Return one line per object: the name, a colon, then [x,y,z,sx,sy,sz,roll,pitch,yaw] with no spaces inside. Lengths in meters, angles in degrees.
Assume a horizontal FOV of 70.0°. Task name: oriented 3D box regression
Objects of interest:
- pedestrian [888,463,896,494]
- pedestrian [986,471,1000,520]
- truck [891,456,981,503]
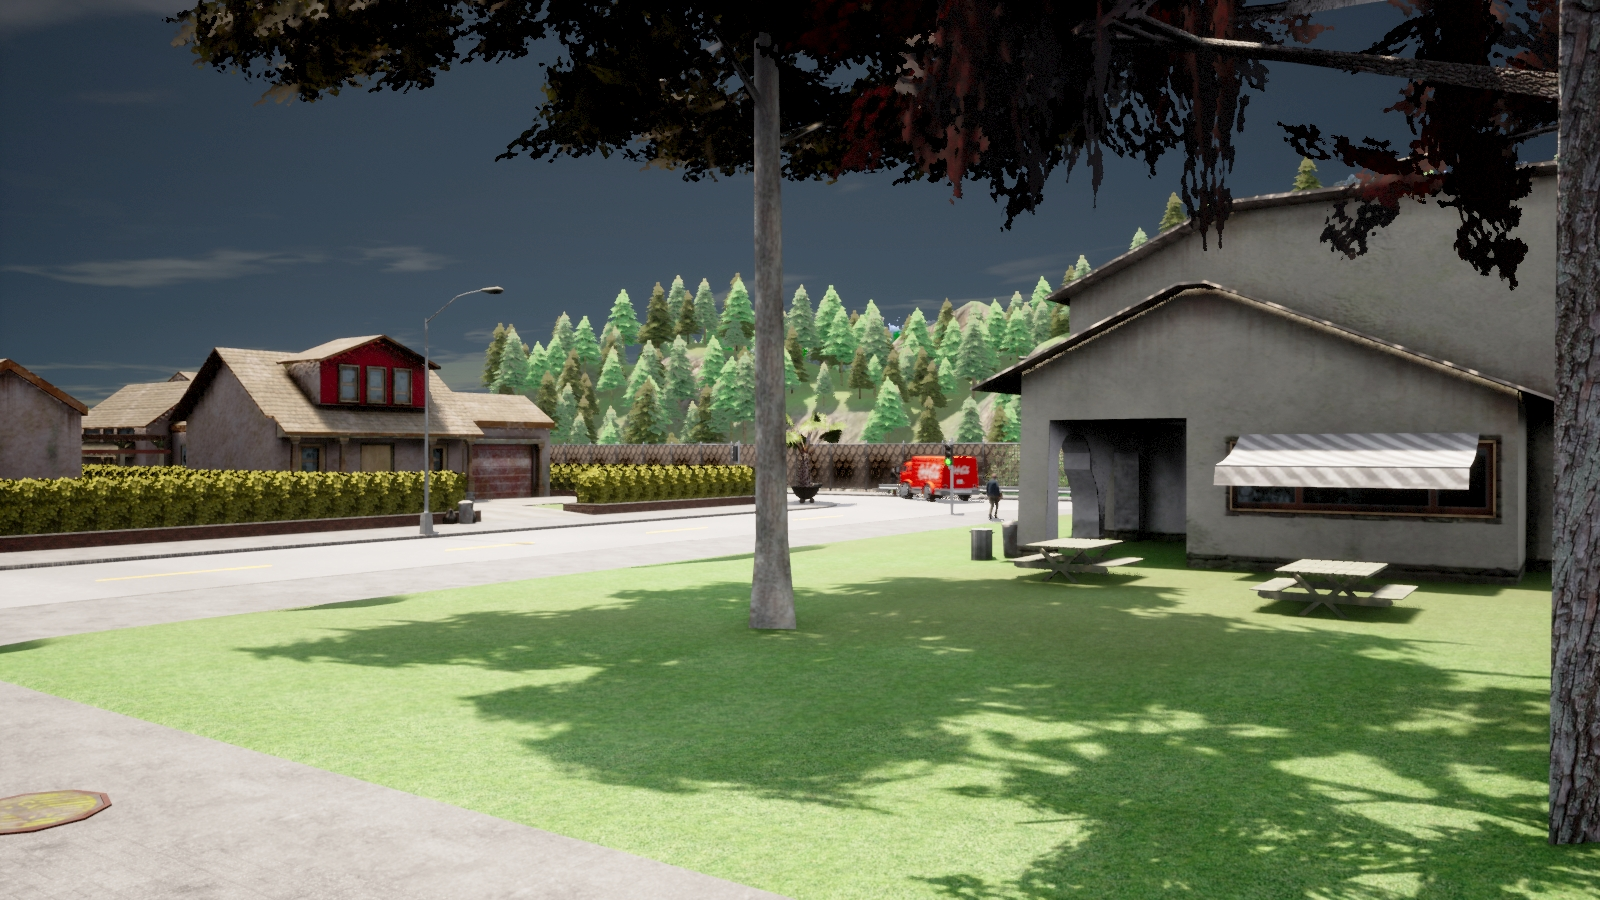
pedestrian: [5.630,1.745,69.653,0.375,1.860,0.375,0,0,-14]
pedestrian: [7.378,1.737,43.679,0.375,1.860,0.375,0,0,35]
truck: [7.470,1.568,63.179,2.627,2.467,5.204,0,0,-24]
